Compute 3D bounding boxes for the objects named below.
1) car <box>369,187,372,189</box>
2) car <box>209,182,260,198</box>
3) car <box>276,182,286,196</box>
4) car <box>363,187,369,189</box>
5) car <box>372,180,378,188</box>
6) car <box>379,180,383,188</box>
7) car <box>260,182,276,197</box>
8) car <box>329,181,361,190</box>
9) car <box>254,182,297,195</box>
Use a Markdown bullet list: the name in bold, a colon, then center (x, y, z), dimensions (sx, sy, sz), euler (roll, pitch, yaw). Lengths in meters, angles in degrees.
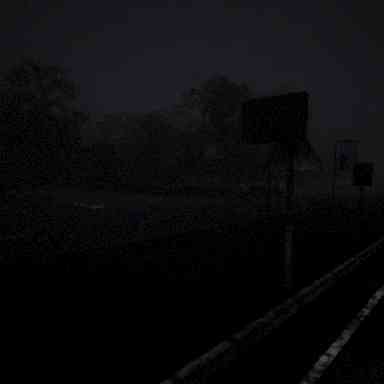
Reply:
- **car**: center (33.841, -1.443, 68.882), dimensions (4.674, 1.452, 2.002), euler (4, 4, 40)
- **car**: center (3.915, -0.193, 33.263), dimensions (4.674, 1.452, 2.002), euler (4, 4, 40)
- **car**: center (8.122, -0.416, 38.278), dimensions (5.008, 1.535, 2.097), euler (4, 4, 40)
- **car**: center (32.048, -1.422, 66.748), dimensions (5.008, 1.535, 2.097), euler (4, 4, 40)
- **car**: center (37.448, -1.721, 73.118), dimensions (4.553, 1.767, 2.185), euler (4, 3, 40)
- **car**: center (42.784, -1.712, 79.547), dimensions (4.674, 1.452, 2.002), euler (4, 3, 40)
- **car**: center (6.025, -0.323, 35.766), dimensions (4.892, 1.521, 2.231), euler (4, 4, 40)
- **car**: center (28.476, -1.287, 62.479), dimensions (5.008, 1.535, 2.097), euler (4, 4, 40)
- **car**: center (10.152, -0.462, 40.685), dimensions (4.674, 1.452, 2.002), euler (4, 4, 40)
